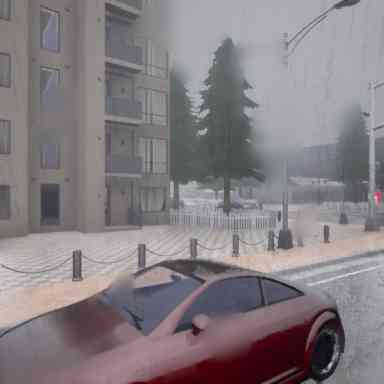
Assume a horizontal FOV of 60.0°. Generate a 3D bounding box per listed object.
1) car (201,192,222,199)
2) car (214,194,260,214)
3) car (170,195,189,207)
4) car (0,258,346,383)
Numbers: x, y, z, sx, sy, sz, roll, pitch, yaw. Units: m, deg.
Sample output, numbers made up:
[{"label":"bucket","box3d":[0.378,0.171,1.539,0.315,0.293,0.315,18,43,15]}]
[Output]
[{"label":"car","box3d":[5.388,1.112,92.658,1.932,1.855,4.605,0,0,-37]},{"label":"car","box3d":[4.687,1.367,33.783,2.097,1.767,4.553,0,0,-37]},{"label":"car","box3d":[-3.260,1.563,50.377,2.033,1.411,5.357,0,0,-37]},{"label":"car","box3d":[-0.075,1.564,3.923,4.181,1.385,1.994,0,0,-35]}]
